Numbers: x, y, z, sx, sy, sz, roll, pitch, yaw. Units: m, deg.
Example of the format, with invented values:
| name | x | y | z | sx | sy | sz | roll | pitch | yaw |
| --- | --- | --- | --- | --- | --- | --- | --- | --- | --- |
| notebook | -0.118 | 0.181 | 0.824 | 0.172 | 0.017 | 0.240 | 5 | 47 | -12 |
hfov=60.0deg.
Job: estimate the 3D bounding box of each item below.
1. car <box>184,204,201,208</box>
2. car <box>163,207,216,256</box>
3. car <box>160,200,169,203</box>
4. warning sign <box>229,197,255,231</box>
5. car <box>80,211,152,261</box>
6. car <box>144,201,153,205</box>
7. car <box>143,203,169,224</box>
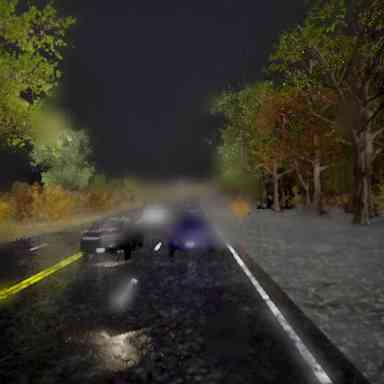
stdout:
| name | x | y | z | sx | sy | sz | roll | pitch | yaw |
| --- | --- | --- | --- | --- | --- | --- | --- | --- | --- |
| car | 0.070 | 1.776 | 29.237 | 2.128 | 1.511 | 4.902 | -2 | 1 | 1 |
| car | -0.010 | 1.691 | 14.327 | 1.812 | 1.442 | 4.674 | -3 | 1 | 1 |
| car | -6.002 | 2.496 | 71.661 | 1.994 | 1.385 | 4.181 | -3 | 0 | 1 |
| warning sign | 2.846 | 1.240 | 19.181 | 1.300 | 1.860 | 1.060 | -2 | 0 | 0 |
| car | -3.254 | 1.877 | 14.271 | 2.128 | 1.511 | 4.902 | -3 | 0 | 0 |
| car | -9.248 | 2.627 | 71.704 | 1.812 | 1.442 | 4.674 | -3 | 0 | 1 |
| car | -3.183 | 2.031 | 29.338 | 1.812 | 1.442 | 4.674 | -3 | 0 | 1 |
